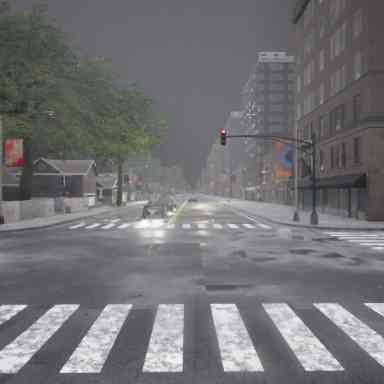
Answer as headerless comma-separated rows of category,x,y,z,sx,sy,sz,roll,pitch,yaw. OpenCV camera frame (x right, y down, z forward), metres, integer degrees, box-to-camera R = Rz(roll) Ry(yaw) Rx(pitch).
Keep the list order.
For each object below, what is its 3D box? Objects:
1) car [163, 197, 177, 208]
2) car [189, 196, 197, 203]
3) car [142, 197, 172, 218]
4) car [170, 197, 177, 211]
car,-3.251,1.554,49.822,1.812,1.442,4.674,0,0,0
car,0.215,1.546,70.259,2.128,1.511,4.902,0,0,0
car,-3.294,1.504,30.130,2.128,1.511,4.902,0,0,0
car,-3.274,1.372,39.865,2.097,1.767,4.553,0,0,0
